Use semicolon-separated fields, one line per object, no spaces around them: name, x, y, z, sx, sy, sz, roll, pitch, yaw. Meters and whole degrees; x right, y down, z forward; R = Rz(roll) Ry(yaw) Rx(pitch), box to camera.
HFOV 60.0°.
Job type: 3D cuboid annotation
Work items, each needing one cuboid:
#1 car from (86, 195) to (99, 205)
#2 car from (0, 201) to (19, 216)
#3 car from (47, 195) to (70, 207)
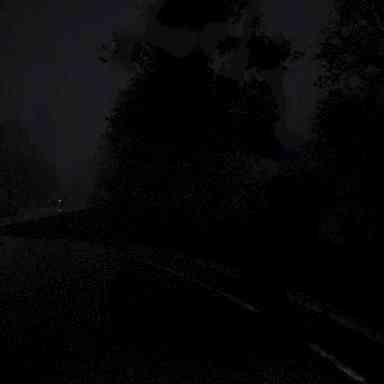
car;-16.129;1.169;55.617;2.097;1.767;4.553;-1;0;-2
car;-18.831;1.601;32.721;1.994;1.385;4.181;-1;0;-2
car;-19.473;1.275;48.648;2.097;1.767;4.553;-1;0;-2
